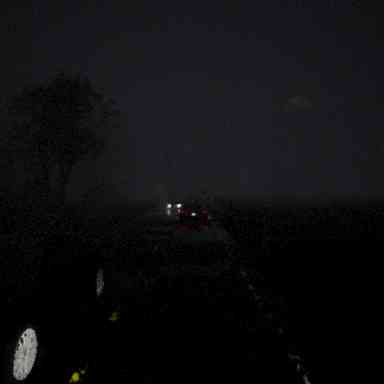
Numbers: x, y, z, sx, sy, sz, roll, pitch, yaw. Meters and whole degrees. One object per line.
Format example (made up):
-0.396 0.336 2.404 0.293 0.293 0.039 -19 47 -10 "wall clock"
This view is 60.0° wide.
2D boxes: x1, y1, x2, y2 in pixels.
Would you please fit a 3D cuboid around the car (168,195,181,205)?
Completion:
-2.739 1.224 53.265 1.812 1.442 4.674 0 0 0 "car"

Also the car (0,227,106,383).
-2.848 1.443 5.472 1.882 1.535 5.008 0 0 0 "car"

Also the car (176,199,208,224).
0.104 1.421 23.712 1.994 1.385 4.181 0 0 0 "car"

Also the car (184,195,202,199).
0.112 1.121 39.503 2.097 1.767 4.553 0 0 0 "car"
